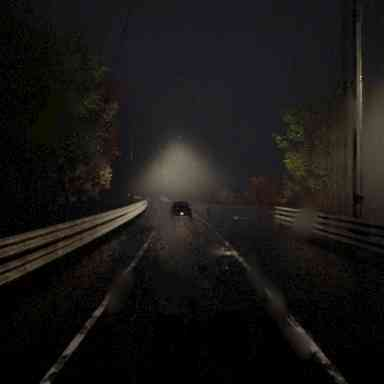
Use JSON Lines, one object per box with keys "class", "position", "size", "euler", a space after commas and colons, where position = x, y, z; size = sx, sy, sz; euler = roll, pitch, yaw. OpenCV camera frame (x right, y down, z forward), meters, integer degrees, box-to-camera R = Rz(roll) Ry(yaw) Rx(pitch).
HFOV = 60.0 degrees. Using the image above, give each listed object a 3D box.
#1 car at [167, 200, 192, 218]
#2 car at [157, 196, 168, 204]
{"class": "car", "position": [-1.036, 1.529, 30.034], "size": [1.837, 1.490, 4.892], "euler": [0, 0, -5]}
{"class": "car", "position": [-5.805, 1.538, 66.417], "size": [1.812, 1.442, 4.674], "euler": [0, 0, -11]}
